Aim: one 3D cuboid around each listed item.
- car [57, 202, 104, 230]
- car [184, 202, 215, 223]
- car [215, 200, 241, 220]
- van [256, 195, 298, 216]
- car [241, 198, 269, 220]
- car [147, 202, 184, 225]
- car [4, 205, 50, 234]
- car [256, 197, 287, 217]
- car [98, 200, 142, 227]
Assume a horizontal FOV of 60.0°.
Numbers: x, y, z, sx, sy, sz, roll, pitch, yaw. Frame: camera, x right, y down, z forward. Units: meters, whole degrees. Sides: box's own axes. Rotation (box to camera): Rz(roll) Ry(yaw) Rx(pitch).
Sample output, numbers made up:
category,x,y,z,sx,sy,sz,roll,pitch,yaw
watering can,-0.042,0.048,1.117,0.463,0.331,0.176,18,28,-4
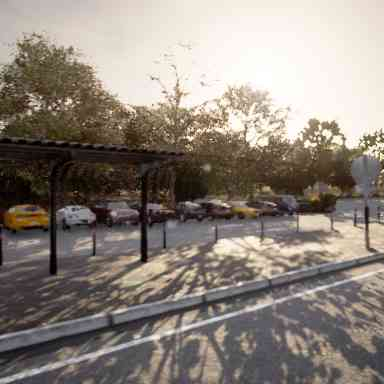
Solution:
category,x,y,z,sx,sy,sz,roll,pitch,yaw
car,-7.583,1.539,21.299,2.002,1.452,4.674,0,0,-36
car,-0.806,1.509,26.138,2.231,1.521,4.892,0,0,-36
car,1.430,1.541,27.780,2.163,1.488,4.792,0,0,-36
van,8.289,1.297,32.502,1.878,1.987,4.442,0,0,-36
car,3.813,1.512,29.218,1.946,1.575,5.366,0,0,-36
car,-3.071,1.504,24.534,2.097,1.535,5.008,0,0,-36
car,-9.839,1.496,19.683,2.097,1.535,5.008,0,0,-36
car,5.947,1.549,31.009,2.163,1.488,4.792,0,0,-36
car,-5.344,1.376,22.941,2.185,1.767,4.553,0,0,-36
